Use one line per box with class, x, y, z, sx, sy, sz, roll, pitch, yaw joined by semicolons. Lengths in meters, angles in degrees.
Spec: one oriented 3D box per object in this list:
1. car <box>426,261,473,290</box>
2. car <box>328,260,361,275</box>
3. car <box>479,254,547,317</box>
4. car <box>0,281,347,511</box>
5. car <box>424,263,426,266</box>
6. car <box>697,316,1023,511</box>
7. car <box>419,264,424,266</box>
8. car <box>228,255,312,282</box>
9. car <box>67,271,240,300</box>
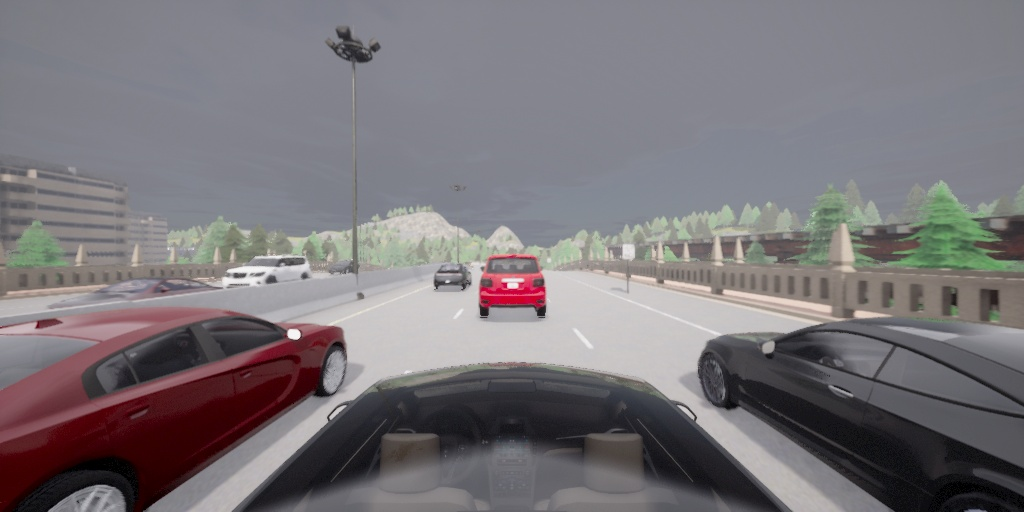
car;-3.575;1.220;22.235;2.128;1.511;4.902;0;0;0
car;-17.911;1.242;38.613;1.837;1.490;4.892;0;0;0
car;0.005;0.954;13.200;2.150;2.045;5.566;0;0;0
car;-3.467;1.233;3.516;1.882;1.535;5.008;0;0;0
car;-11.015;1.501;52.685;1.882;1.535;5.008;0;-3;0
car;3.520;1.265;3.156;1.812;1.442;4.674;0;0;1
car;-14.561;1.993;60.430;1.882;1.535;5.008;0;-4;0
car;-14.266;0.977;21.408;2.150;2.045;5.566;0;0;-1
car;-10.666;1.327;10.548;1.994;1.385;4.181;0;0;-1
